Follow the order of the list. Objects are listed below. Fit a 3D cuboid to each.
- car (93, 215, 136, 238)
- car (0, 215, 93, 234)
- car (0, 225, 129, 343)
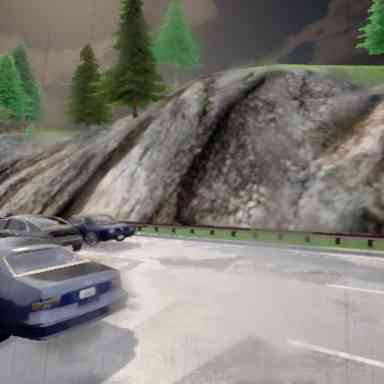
[{"bbox_3d":[-5.004,1.706,15.590,4.718,1.301,1.895,-1,0,31],"label":"car"},{"bbox_3d":[-6.127,1.610,12.154,4.892,1.490,1.837,-1,-1,31],"label":"car"},{"bbox_3d":[-3.668,1.607,6.468,5.357,1.411,2.033,-1,0,34],"label":"car"}]
